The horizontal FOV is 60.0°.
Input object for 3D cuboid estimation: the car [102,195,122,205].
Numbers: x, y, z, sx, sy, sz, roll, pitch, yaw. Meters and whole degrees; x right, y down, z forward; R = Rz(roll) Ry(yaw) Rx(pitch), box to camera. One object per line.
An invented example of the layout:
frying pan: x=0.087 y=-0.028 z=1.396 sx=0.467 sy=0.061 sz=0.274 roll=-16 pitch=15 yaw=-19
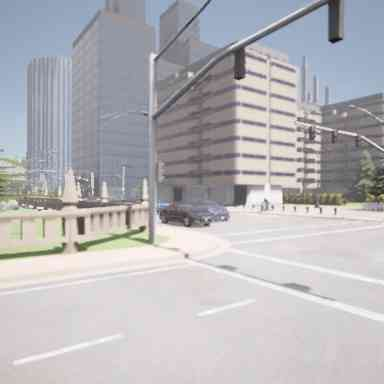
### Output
car: x=-15.003 y=1.430 z=61.949 sx=2.097 sy=1.767 sz=4.553 roll=0 pitch=0 yaw=-35

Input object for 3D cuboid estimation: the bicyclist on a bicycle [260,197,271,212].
bicyclist on a bicycle: x=8.026 y=1.393 z=36.311 sx=1.656 sy=1.620 sz=0.582 roll=0 pitch=0 yaw=-35

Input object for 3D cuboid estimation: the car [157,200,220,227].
car: x=-0.470 y=1.548 z=23.271 sx=1.837 sy=1.490 sz=4.892 roll=0 pitch=0 yaw=-35

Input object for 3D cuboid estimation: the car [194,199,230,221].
car: x=1.069 y=1.407 z=27.147 sx=2.097 sy=1.767 sz=4.553 roll=0 pitch=0 yaw=-35

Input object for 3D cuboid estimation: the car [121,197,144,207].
car: x=-9.821 y=1.583 z=54.769 sx=1.837 sy=1.490 sz=4.892 roll=0 pitch=0 yaw=-35

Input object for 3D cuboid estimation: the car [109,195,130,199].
car: x=-9.975 y=1.406 z=42.676 sx=2.097 sy=1.767 sz=4.553 roll=0 pitch=0 yaw=-35

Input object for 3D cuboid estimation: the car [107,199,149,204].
car: x=-5.844 y=1.644 z=30.816 sx=1.895 sy=1.301 sz=4.718 roll=0 pitch=0 yaw=-36

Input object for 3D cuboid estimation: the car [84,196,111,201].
car: x=-11.806 y=1.534 z=39.205 sx=2.128 sy=1.511 sz=4.902 roll=0 pitch=0 yaw=-35

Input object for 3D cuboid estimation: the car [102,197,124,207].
car: x=-12.553 y=1.592 z=52.567 sx=1.812 sy=1.442 sz=4.674 roll=0 pitch=0 yaw=-35

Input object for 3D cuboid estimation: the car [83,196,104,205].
car: x=-17.872 y=1.558 z=59.943 sx=2.128 sy=1.511 sz=4.902 roll=0 pitch=0 yaw=-35

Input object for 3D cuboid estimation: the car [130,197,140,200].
car: x=-4.253 y=1.532 z=34.623 sx=1.882 sy=1.535 sz=5.008 roll=0 pitch=0 yaw=-35
